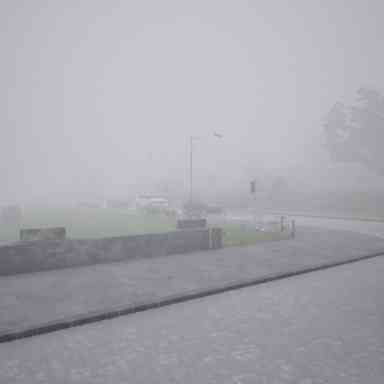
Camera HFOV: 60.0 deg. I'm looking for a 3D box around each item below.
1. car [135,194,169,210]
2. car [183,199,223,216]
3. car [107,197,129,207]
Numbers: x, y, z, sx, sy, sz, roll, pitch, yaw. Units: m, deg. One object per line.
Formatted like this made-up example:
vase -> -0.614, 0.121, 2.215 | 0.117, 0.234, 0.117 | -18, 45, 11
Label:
car -> -5.079, 1.221, 41.367 | 2.150, 2.045, 5.566 | 0, 0, -36
car -> 1.015, 1.478, 32.816 | 1.882, 1.535, 5.008 | 0, 0, -36
car -> -11.122, 1.478, 49.896 | 1.882, 1.535, 5.008 | 0, 0, -35
